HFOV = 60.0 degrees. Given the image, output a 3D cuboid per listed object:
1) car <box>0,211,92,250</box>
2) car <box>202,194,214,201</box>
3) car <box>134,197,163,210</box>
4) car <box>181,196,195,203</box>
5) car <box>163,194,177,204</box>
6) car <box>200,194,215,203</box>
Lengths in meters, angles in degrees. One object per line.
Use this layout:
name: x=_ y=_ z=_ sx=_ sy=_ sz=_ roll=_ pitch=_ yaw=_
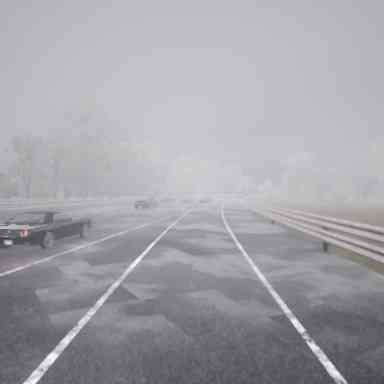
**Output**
car: x=-5.814 y=1.414 z=13.357 sx=1.895 sy=1.301 sz=4.718 roll=0 pitch=0 yaw=8
car: x=4.144 y=1.303 z=85.929 sx=2.097 sy=1.767 sz=4.553 roll=0 pitch=0 yaw=13
car: x=-5.316 y=1.362 z=39.286 sx=1.837 sy=1.490 sz=4.892 roll=0 pitch=0 yaw=10
car: x=-0.766 y=1.466 z=63.490 sx=1.994 sy=1.385 sz=4.181 roll=0 pitch=0 yaw=12
car: x=-4.372 y=1.252 z=63.360 sx=2.097 sy=1.767 sz=4.553 roll=0 pitch=0 yaw=12
car: x=2.821 y=1.466 z=63.568 sx=1.994 sy=1.385 sz=4.181 roll=0 pitch=0 yaw=12
